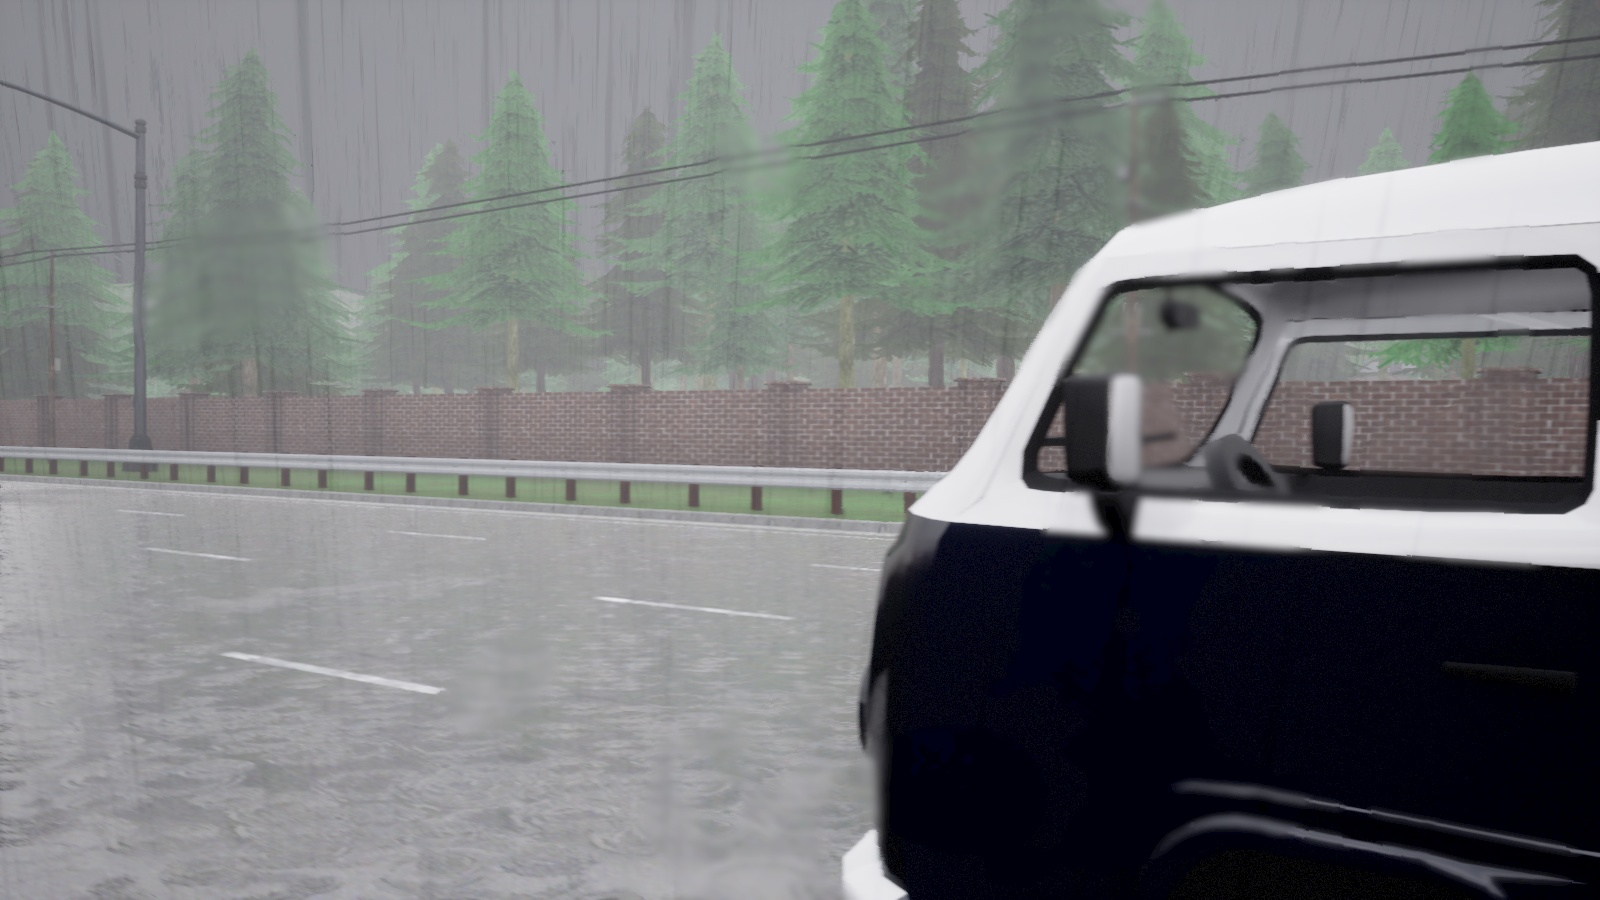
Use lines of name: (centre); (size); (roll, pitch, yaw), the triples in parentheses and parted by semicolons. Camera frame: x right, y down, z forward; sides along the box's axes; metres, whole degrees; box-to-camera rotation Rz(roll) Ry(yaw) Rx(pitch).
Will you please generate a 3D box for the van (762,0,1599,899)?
van: (2.369, 0.408, 2.044); (4.480, 2.038, 2.069); (0, 1, 34)
